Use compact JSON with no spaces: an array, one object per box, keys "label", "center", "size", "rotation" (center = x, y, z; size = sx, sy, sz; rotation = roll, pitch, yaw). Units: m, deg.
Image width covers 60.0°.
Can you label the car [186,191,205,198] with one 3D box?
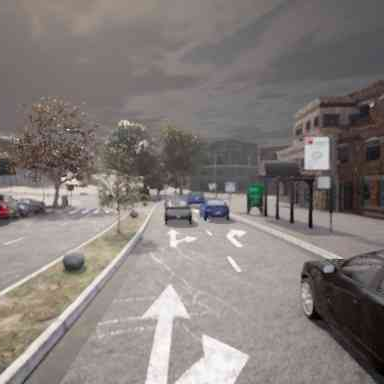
[{"label":"car","center":[0.478,0.864,41.976],"size":[2.150,2.045,5.566],"rotation":[0,0,-2]}]

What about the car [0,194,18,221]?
[{"label":"car","center":[-14.702,1.113,21.157],"size":[5.566,2.045,2.435],"rotation":[0,1,-5]}]

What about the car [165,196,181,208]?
[{"label":"car","center":[-2.363,1.256,41.523],"size":[1.895,1.301,4.718],"rotation":[0,1,-3]}]

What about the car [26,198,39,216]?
[{"label":"car","center":[-15.215,1.182,26.636],"size":[4.553,1.767,2.185],"rotation":[0,1,-5]}]

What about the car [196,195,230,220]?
[{"label":"car","center":[1.662,1.290,25.832],"size":[1.882,1.535,5.008],"rotation":[0,1,-4]}]

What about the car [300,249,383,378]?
[{"label":"car","center":[2.954,1.455,4.237],"size":[2.097,1.535,5.008],"rotation":[0,0,-1]}]

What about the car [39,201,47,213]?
[{"label":"car","center":[-15.431,1.278,29.384],"size":[4.892,1.521,2.231],"rotation":[0,1,-5]}]

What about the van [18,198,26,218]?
[{"label":"van","center":[-14.815,1.110,23.904],"size":[4.442,1.987,1.878],"rotation":[0,1,-5]}]

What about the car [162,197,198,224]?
[{"label":"car","center":[-1.014,1.334,23.376],"size":[2.128,1.511,4.902],"rotation":[0,1,-4]}]
